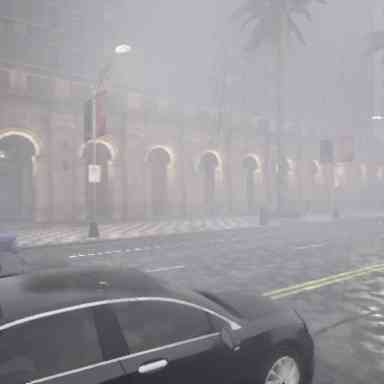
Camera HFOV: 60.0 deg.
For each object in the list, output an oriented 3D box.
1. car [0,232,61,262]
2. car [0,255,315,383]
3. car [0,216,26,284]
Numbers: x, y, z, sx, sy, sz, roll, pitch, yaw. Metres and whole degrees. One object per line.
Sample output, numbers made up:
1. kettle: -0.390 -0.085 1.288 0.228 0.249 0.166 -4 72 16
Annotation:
1. car: -4.534 1.545 5.057 5.357 1.411 2.033 0 0 -35
2. car: -0.832 1.507 3.153 4.892 1.490 1.837 0 0 -35
3. car: -6.792 1.475 7.746 5.008 1.535 1.882 0 0 -35
